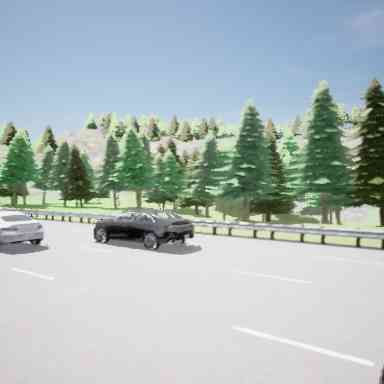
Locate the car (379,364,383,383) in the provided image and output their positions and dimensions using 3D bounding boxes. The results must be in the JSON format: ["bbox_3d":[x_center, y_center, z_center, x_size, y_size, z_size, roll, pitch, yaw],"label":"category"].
[{"bbox_3d":[3.225,1.564,1.691,4.181,1.385,1.994,0,0,36],"label":"car"}]

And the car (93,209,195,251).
[{"bbox_3d":[-2.179,1.491,14.149,4.902,1.511,2.128,0,0,36],"label":"car"}]

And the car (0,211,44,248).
[{"bbox_3d":[-8.112,1.525,14.084,4.674,1.442,1.812,0,0,36],"label":"car"}]
